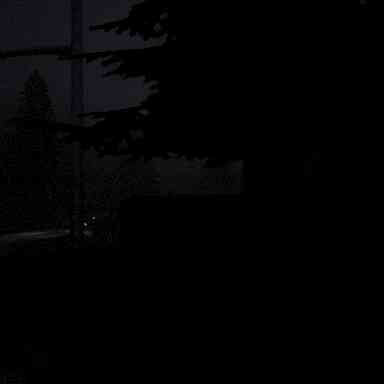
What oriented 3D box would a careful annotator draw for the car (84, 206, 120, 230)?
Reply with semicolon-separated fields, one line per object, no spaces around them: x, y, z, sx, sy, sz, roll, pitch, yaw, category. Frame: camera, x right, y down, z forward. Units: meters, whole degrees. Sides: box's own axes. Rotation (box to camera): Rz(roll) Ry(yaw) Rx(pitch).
-4.994;1.586;21.389;1.895;1.301;4.718;0;0;36;car
